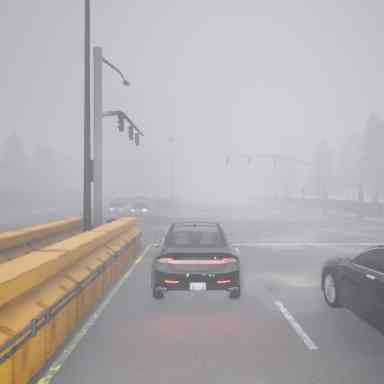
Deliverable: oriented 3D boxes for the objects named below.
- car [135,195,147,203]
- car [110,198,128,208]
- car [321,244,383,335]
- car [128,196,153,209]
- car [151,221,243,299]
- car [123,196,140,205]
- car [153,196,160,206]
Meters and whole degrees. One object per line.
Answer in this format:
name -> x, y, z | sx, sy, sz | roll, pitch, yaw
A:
car -> -10.575, 1.478, 69.111 | 1.882, 1.535, 5.008 | 0, 0, 0
car -> -10.651, 1.547, 49.236 | 2.033, 1.411, 5.357 | 0, 0, 0
car -> 3.596, 1.505, 5.027 | 1.837, 1.490, 4.892 | 0, 0, 0
car -> -7.149, 1.352, 46.548 | 2.097, 1.767, 4.553 | 0, 0, 0
car -> 0.075, 1.491, 8.440 | 2.128, 1.511, 4.902 | 0, 0, -1
car -> -10.641, 1.491, 59.022 | 2.128, 1.511, 4.902 | 0, 0, 0
car -> -7.147, 1.547, 56.989 | 2.033, 1.411, 5.357 | 0, 0, 0
